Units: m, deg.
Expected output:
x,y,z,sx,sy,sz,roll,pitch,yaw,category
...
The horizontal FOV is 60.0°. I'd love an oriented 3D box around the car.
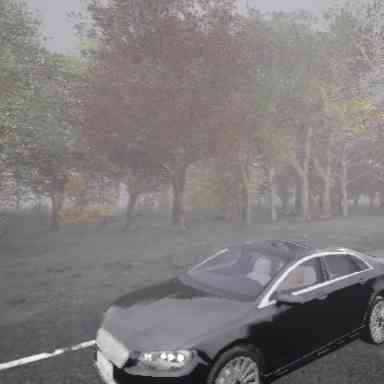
x,y,z,sx,sy,sz,roll,pitch,yaw,category
1.112,1.498,4.788,4.902,1.511,2.128,0,0,-36,car
